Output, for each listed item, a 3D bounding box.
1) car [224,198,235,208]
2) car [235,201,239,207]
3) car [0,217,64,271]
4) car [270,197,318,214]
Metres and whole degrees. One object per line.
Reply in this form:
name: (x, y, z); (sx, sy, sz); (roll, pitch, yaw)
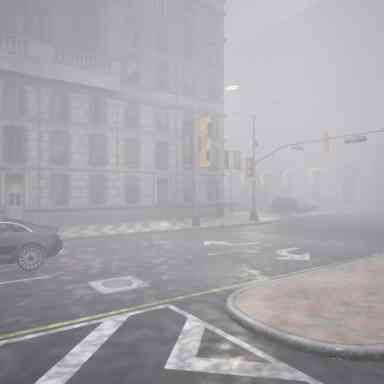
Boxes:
car: (3.074, 1.547, 46.518); (2.033, 1.411, 5.357); (0, 0, -35)
car: (4.665, 1.547, 50.303); (2.033, 1.411, 5.357); (0, 0, -35)
car: (-6.229, 1.491, 9.380); (4.902, 1.511, 2.128); (0, 0, -35)
car: (10.612, 1.351, 35.697); (2.097, 1.767, 4.553); (0, 0, -32)
